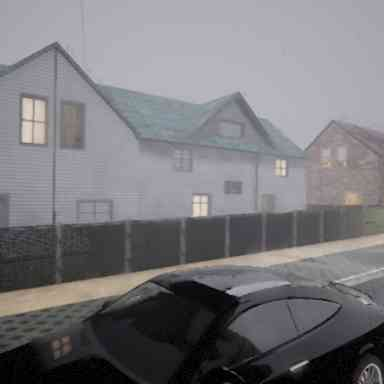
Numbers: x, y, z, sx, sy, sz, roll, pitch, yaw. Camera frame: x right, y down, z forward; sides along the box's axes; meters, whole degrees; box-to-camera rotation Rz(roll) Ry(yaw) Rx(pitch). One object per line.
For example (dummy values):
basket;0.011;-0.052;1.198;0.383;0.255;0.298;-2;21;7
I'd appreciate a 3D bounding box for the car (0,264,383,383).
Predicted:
car;0.109;1.523;3.135;4.674;1.442;1.812;0;0;-35
